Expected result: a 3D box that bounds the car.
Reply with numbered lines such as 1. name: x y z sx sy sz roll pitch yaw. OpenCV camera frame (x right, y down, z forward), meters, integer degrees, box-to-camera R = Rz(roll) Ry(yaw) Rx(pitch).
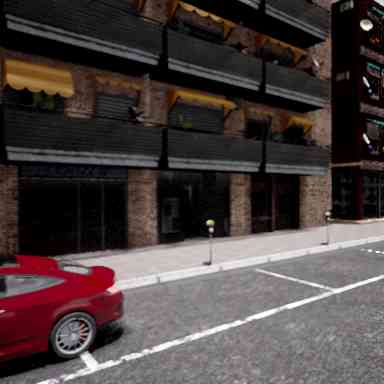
1. car: -2.983 1.582 4.431 4.206 1.307 1.802 0 0 -35
